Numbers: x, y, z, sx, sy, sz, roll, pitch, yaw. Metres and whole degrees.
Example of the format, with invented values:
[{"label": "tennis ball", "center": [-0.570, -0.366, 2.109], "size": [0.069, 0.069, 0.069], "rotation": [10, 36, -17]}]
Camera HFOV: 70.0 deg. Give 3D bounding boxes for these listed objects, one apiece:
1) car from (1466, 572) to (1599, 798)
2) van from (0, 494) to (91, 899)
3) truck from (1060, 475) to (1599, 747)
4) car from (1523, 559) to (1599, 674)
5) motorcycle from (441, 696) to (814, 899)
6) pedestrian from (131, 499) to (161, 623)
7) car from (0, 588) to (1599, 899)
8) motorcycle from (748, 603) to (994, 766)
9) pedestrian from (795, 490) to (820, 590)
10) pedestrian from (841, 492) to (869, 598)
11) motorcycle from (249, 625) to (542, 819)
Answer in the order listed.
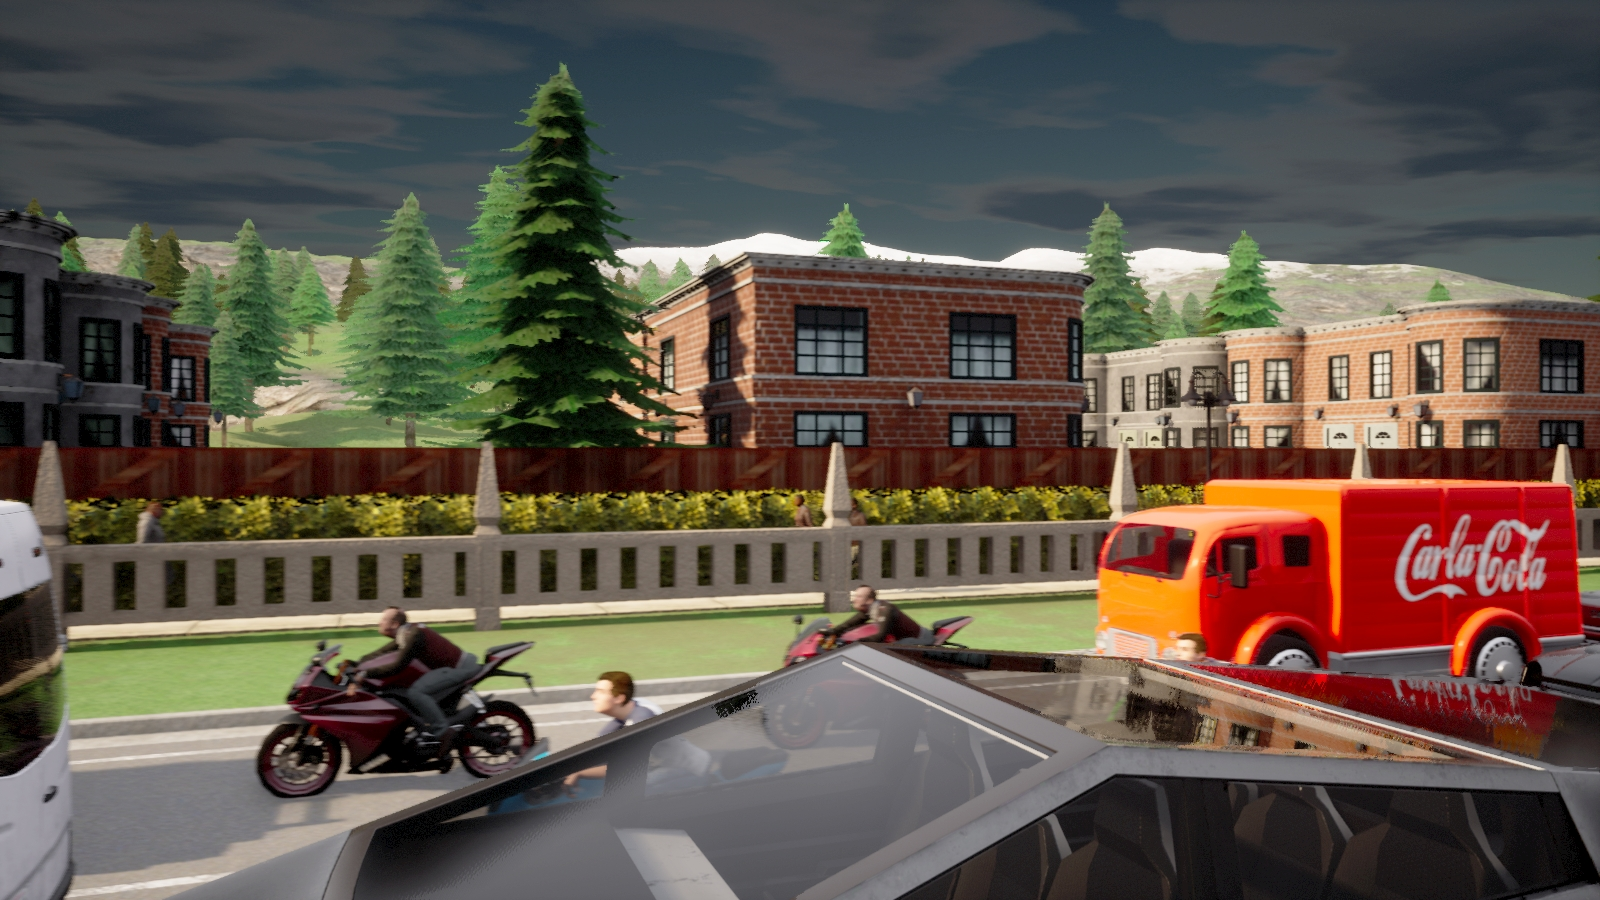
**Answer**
[{"label": "car", "center": [8.845, 1.982, 10.240], "size": [5.238, 1.638, 2.097], "rotation": [0, 0, -20]}, {"label": "van", "center": [-6.530, 1.534, 4.643], "size": [5.915, 2.561, 1.988], "rotation": [0, 0, -20]}, {"label": "truck", "center": [5.910, 1.566, 12.901], "size": [5.204, 2.467, 2.627], "rotation": [0, 0, -20]}, {"label": "car", "center": [12.210, 2.155, 15.189], "size": [4.718, 1.301, 1.895], "rotation": [0, 0, -20]}, {"label": "motorcycle", "center": [-1.009, 2.186, 6.657], "size": [2.033, 1.199, 0.803], "rotation": [0, 0, -20]}, {"label": "pedestrian", "center": [-10.044, 1.696, 17.545], "size": [0.375, 1.860, 0.375], "rotation": [0, 0, -25]}, {"label": "car", "center": [0.900, 1.754, 3.625], "size": [6.274, 2.098, 2.390], "rotation": [0, 0, -20]}, {"label": "motorcycle", "center": [0.683, 2.205, 11.020], "size": [2.209, 1.251, 0.867], "rotation": [0, 0, -20]}, {"label": "pedestrian", "center": [0.139, 1.698, 21.687], "size": [0.375, 1.860, 0.375], "rotation": [0, 0, -20]}, {"label": "pedestrian", "center": [0.986, 1.697, 20.519], "size": [0.375, 1.860, 0.375], "rotation": [0, 0, -19]}, {"label": "motorcycle", "center": [-3.332, 2.205, 9.536], "size": [2.209, 1.251, 0.867], "rotation": [0, 0, -20]}]
